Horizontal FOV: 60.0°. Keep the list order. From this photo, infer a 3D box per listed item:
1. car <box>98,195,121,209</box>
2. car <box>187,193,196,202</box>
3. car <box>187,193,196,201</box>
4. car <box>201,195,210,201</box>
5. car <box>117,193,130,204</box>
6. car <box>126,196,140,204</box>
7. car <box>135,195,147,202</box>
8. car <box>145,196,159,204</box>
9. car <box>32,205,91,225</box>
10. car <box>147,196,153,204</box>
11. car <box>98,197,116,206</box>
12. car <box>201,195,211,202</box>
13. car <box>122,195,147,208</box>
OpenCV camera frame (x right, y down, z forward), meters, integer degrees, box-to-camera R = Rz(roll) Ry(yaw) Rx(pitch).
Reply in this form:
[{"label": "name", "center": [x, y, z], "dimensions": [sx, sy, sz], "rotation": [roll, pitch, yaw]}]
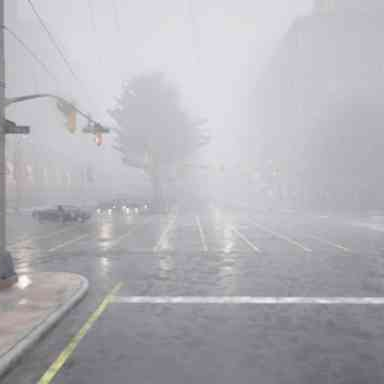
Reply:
[{"label": "car", "center": [-11.642, 1.539, 46.290], "dimensions": [1.812, 1.442, 4.674], "rotation": [0, 0, 0]}, {"label": "car", "center": [-0.091, 1.563, 76.996], "dimensions": [2.033, 1.411, 5.357], "rotation": [0, 0, 0]}, {"label": "car", "center": [-0.103, 1.251, 87.238], "dimensions": [2.150, 2.045, 5.566], "rotation": [0, 0, 0]}, {"label": "car", "center": [3.397, 1.551, 87.212], "dimensions": [2.128, 1.511, 4.902], "rotation": [0, 0, 0]}, {"label": "car", "center": [-11.604, 1.238, 55.702], "dimensions": [2.150, 2.045, 5.566], "rotation": [0, 0, 1]}, {"label": "car", "center": [-11.578, 1.583, 65.586], "dimensions": [1.994, 1.385, 4.181], "rotation": [0, 0, 0]}, {"label": "car", "center": [-11.590, 1.547, 75.820], "dimensions": [2.128, 1.511, 4.902], "rotation": [0, 0, 0]}, {"label": "car", "center": [-8.080, 1.567, 67.550], "dimensions": [2.033, 1.411, 5.357], "rotation": [0, 0, 0]}, {"label": "car", "center": [-9.574, 1.608, 24.164], "dimensions": [4.718, 1.301, 1.895], "rotation": [0, 0, 34]}, {"label": "car", "center": [-8.097, 1.581, 56.929], "dimensions": [1.994, 1.385, 4.181], "rotation": [0, 0, 1]}, {"label": "car", "center": [-14.818, 1.612, 57.992], "dimensions": [1.895, 1.301, 4.718], "rotation": [0, 0, 0]}, {"label": "car", "center": [3.407, 1.618, 78.179], "dimensions": [1.895, 1.301, 4.718], "rotation": [0, 0, 0]}, {"label": "car", "center": [-8.144, 1.561, 47.693], "dimensions": [2.033, 1.411, 5.357], "rotation": [0, 0, 0]}]
